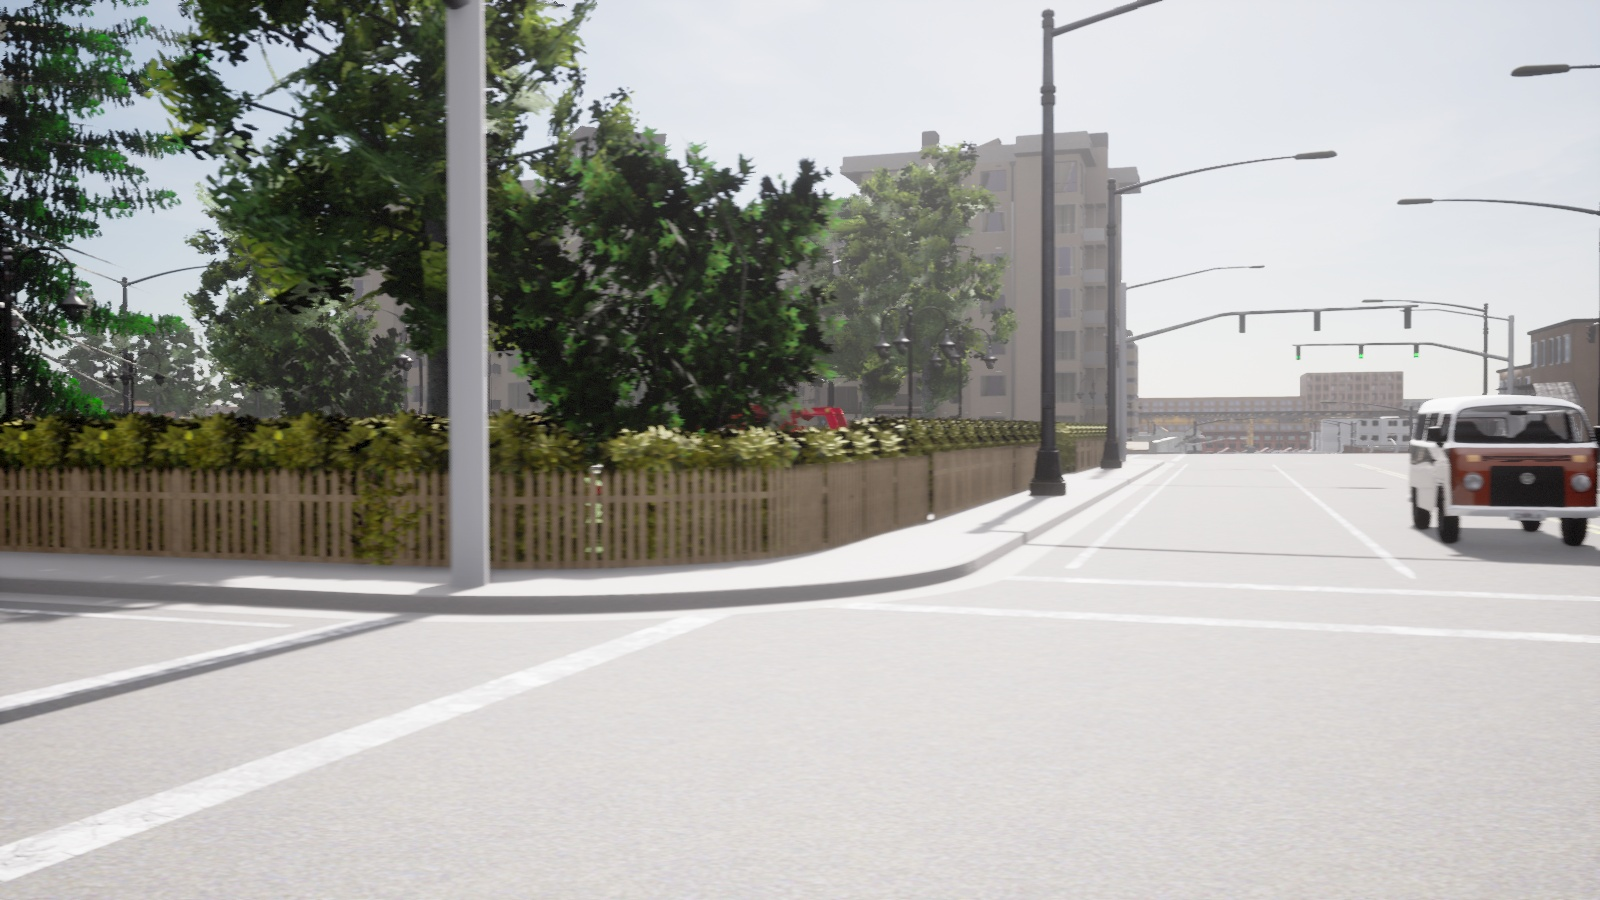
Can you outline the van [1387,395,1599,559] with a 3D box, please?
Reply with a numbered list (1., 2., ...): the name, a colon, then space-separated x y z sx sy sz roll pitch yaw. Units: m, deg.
1. van: 9.811 0.299 17.959 2.069 2.038 4.480 1 1 19
